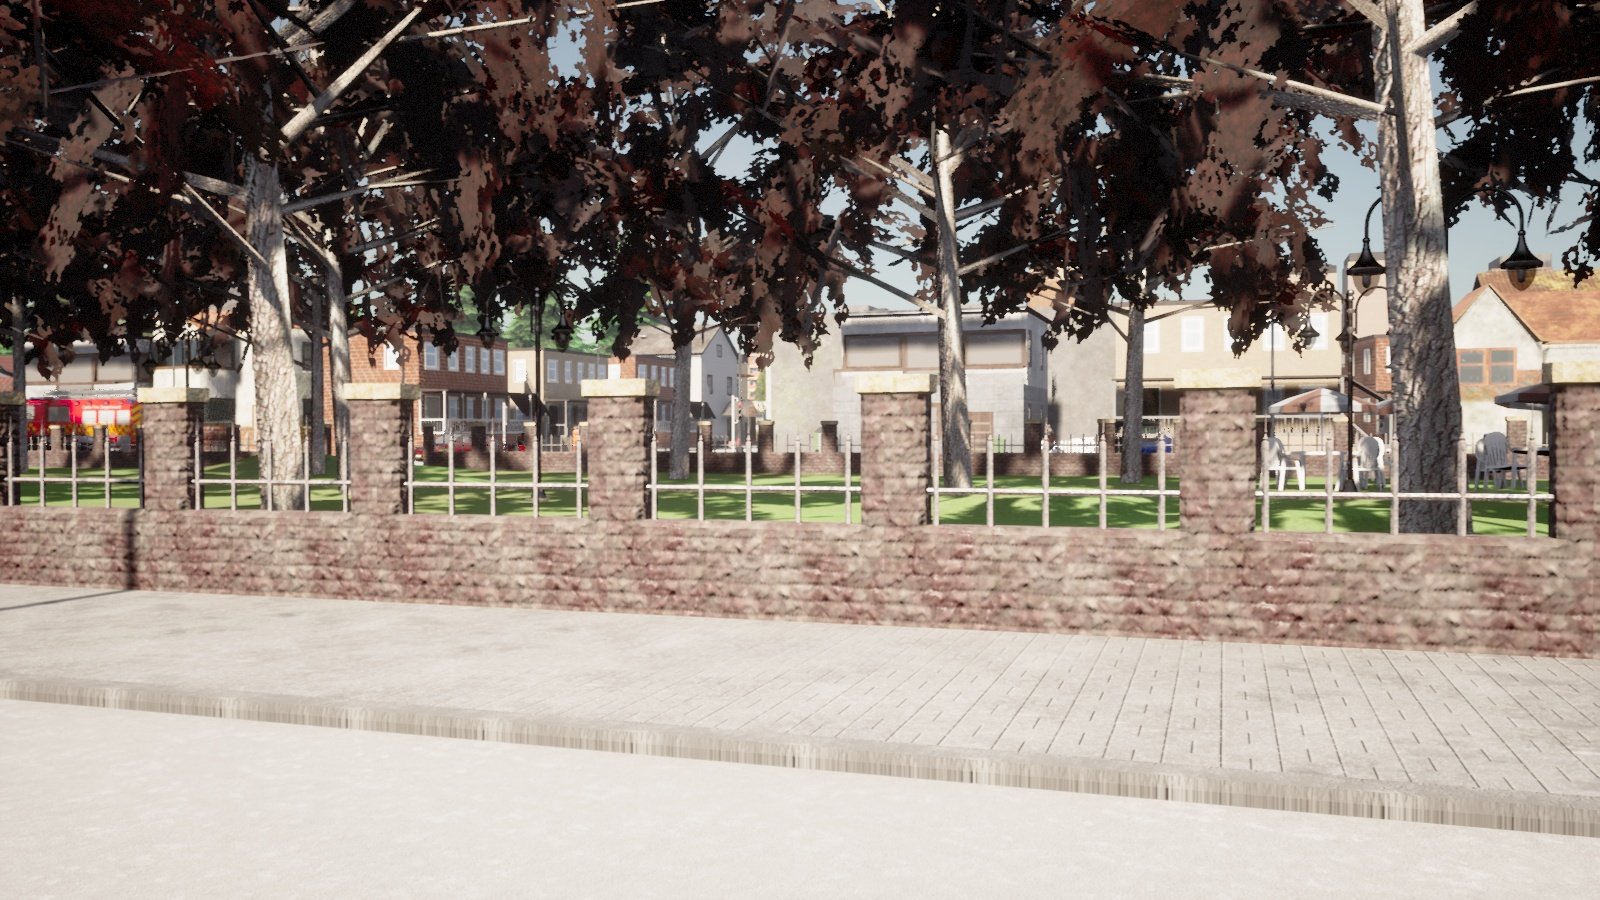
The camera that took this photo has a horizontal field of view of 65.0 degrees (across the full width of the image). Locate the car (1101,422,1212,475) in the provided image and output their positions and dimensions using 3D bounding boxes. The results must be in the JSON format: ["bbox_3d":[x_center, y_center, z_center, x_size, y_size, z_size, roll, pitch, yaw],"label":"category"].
[{"bbox_3d":[13.345,-0.080,46.980,3.866,1.878,1.905,1,1,19],"label":"car"}]

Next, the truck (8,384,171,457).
[{"bbox_3d":[-38.973,-1.596,68.864,8.468,3.827,2.891,1,1,19],"label":"truck"}]

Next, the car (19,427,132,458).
[{"bbox_3d":[-36.821,-0.386,63.845,4.902,1.511,2.128,0,1,16],"label":"car"}]

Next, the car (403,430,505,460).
[{"bbox_3d":[-17.806,-0.283,64.751,2.163,1.488,4.792,1,1,35],"label":"car"}]
